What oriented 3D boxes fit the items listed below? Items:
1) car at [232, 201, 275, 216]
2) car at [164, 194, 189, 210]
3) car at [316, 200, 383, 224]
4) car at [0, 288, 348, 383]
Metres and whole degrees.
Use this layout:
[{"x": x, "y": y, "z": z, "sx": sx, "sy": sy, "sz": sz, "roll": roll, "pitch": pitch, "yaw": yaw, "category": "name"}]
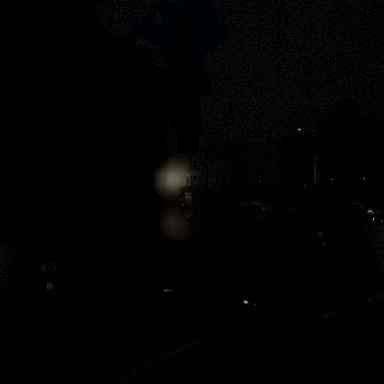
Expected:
[{"x": 5.877, "y": 1.576, "z": 32.312, "sx": 1.812, "sy": 1.442, "sz": 4.674, "roll": 1, "pitch": 0, "yaw": -35, "category": "car"}, {"x": -2.685, "y": 1.304, "z": 44.384, "sx": 2.150, "sy": 2.045, "sz": 5.566, "roll": 1, "pitch": -1, "yaw": -35, "category": "car"}, {"x": 11.560, "y": 1.383, "z": 24.360, "sx": 2.097, "sy": 1.767, "sz": 4.553, "roll": 1, "pitch": 0, "yaw": -36, "category": "car"}, {"x": -0.620, "y": 1.566, "z": 2.360, "sx": 4.313, "sy": 1.339, "sz": 1.947, "roll": 0, "pitch": 0, "yaw": -35, "category": "car"}]
